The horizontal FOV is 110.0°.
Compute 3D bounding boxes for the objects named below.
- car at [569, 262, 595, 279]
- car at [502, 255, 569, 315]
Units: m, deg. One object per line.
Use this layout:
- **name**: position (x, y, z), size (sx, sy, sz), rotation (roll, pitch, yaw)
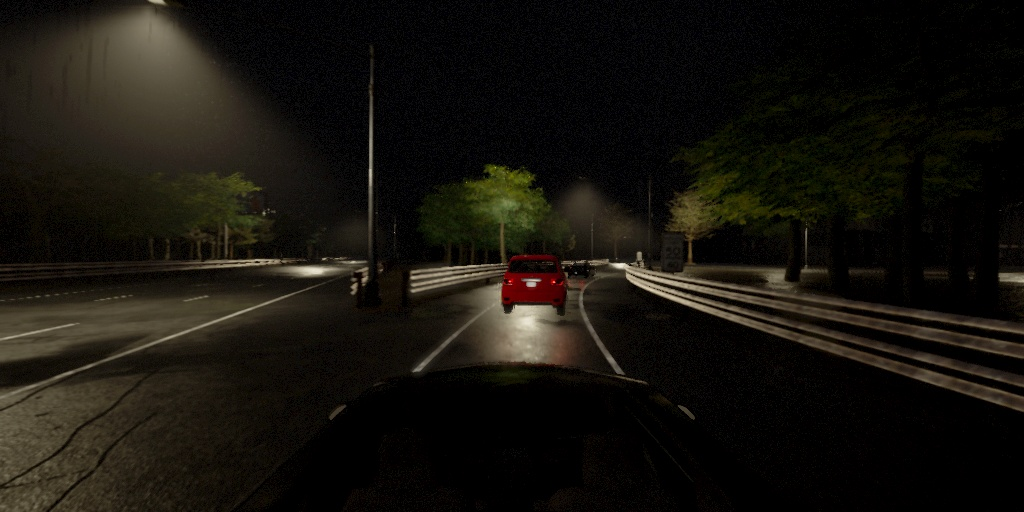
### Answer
- **car**: position (6.496, 1.266, 33.410), size (2.128, 1.511, 4.902), rotation (0, 0, 23)
- **car**: position (1.024, 0.995, 13.945), size (2.150, 2.045, 5.566), rotation (0, 0, 9)
